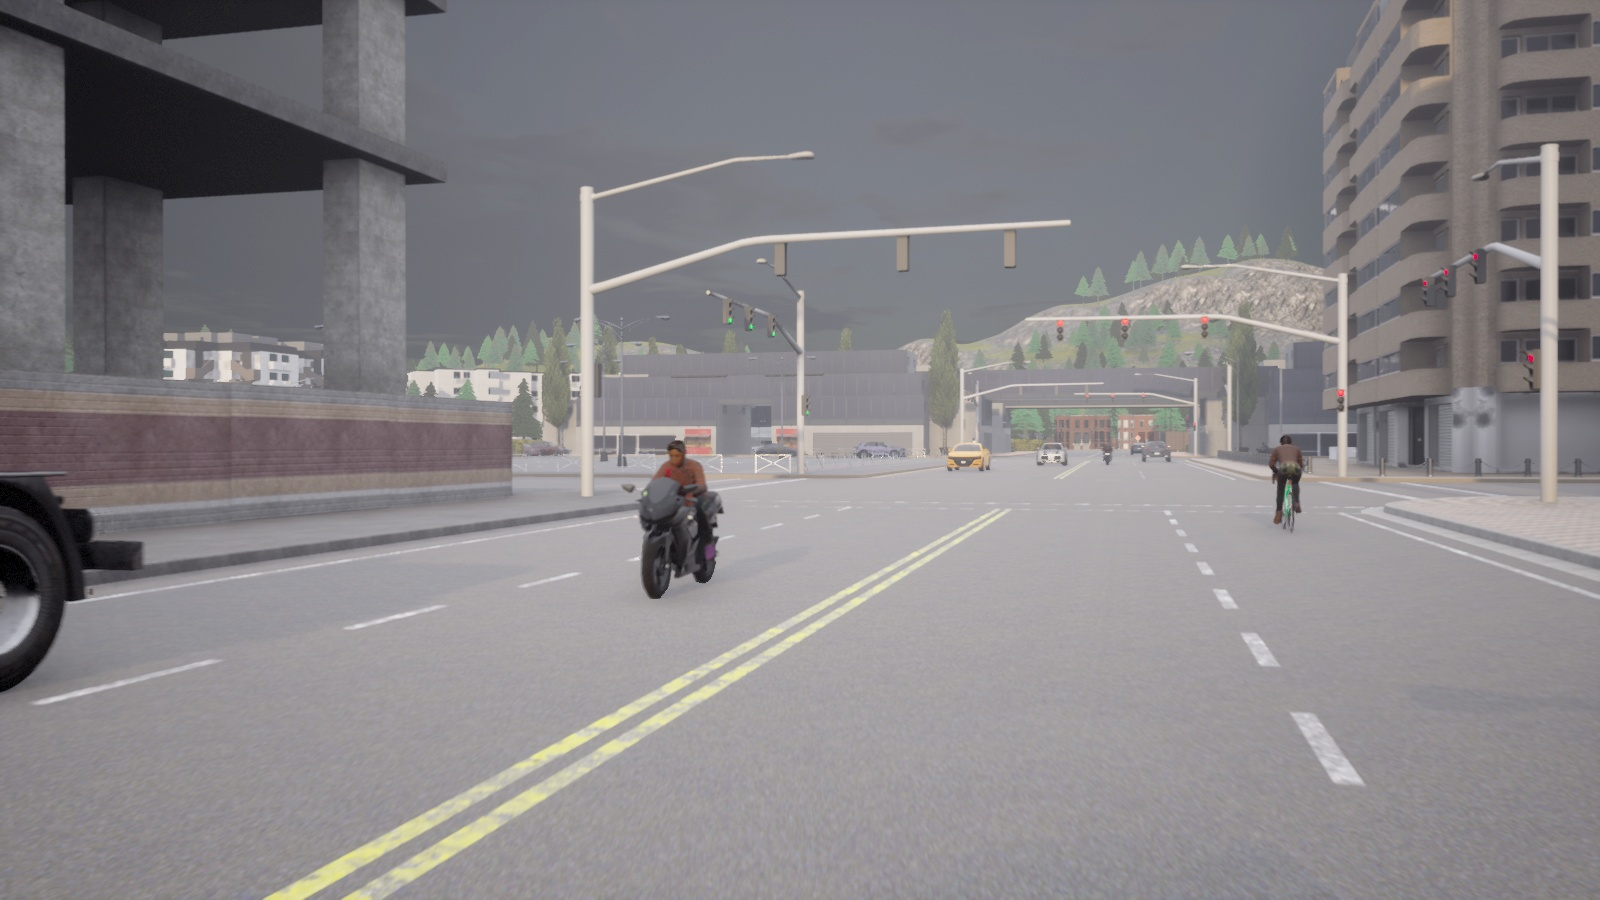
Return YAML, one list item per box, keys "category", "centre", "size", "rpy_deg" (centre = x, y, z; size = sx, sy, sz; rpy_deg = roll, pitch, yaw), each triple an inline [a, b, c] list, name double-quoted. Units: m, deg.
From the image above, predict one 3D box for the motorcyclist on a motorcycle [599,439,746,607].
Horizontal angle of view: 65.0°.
- category: "motorcyclist on a motorcycle"
  centre: [-1.217, 0.657, 12.467]
  size: [0.797, 1.523, 2.044]
  rpy_deg: [0, 0, 14]

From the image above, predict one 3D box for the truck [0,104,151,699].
- category: "truck"
  centre: [-6.744, -0.269, 4.952]
  size: [2.891, 3.462, 7.936]
  rpy_deg: [0, 0, 14]

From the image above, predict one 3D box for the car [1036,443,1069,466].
- category: "car"
  centre: [16.452, 0.265, 81.717]
  size: [1.970, 1.475, 3.806]
  rpy_deg: [0, 0, 14]

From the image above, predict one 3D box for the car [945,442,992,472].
- category: "car"
  centre: [8.969, 0.357, 66.543]
  size: [1.882, 1.535, 5.008]
  rpy_deg: [0, 0, 14]

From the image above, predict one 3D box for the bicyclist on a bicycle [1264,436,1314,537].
- category: "bicyclist on a bicycle"
  centre: [8.225, 0.587, 21.156]
  size: [0.582, 1.620, 1.656]
  rpy_deg: [0, 0, 14]
